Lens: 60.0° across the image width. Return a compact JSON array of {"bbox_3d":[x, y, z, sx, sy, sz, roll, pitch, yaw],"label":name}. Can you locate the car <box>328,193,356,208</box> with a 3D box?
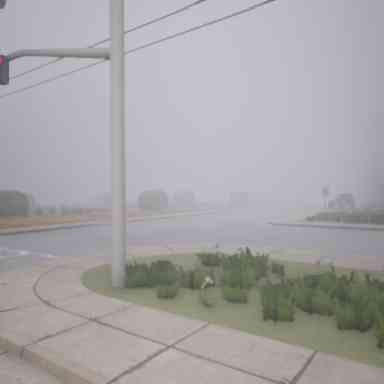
[{"bbox_3d":[19.082,1.203,42.581,1.905,1.878,3.866,-6,-1,-8],"label":"car"}]
